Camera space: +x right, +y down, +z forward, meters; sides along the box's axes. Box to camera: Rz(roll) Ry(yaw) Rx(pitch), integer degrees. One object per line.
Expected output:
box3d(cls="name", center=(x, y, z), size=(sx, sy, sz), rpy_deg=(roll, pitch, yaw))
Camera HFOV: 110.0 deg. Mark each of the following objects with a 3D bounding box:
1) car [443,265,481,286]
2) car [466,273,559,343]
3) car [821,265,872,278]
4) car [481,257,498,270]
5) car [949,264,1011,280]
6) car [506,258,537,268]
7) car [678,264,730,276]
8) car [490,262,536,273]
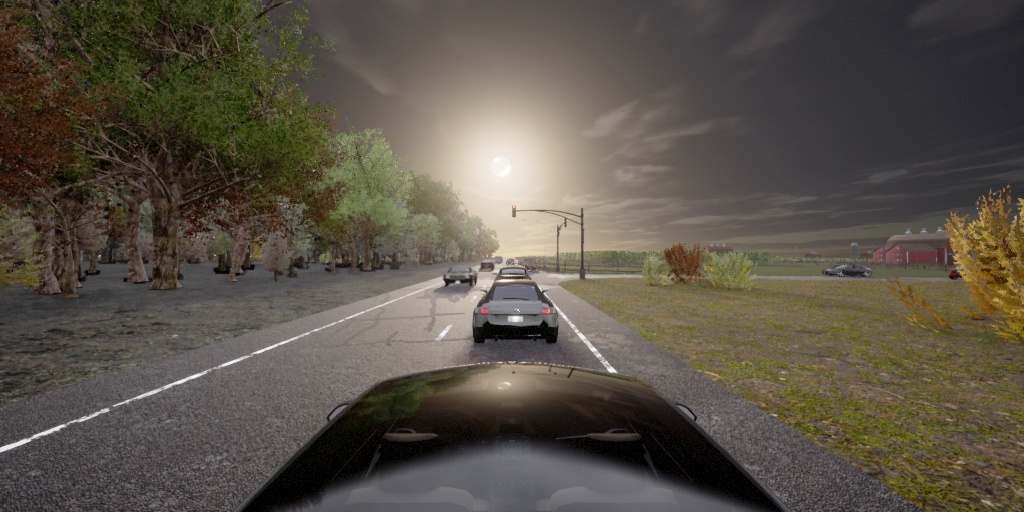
box3d(cls="car", center=(-3.463, 1.356, 24.998), size=(1.895, 1.301, 4.718), rpy_deg=(0, 0, 0))
box3d(cls="car", center=(0.076, 1.316, 9.665), size=(1.994, 1.385, 4.181), rpy_deg=(0, 0, 0))
box3d(cls="car", center=(38.238, 1.732, 41.021), size=(4.892, 1.490, 1.837), rpy_deg=(1, -1, 0))
box3d(cls="car", center=(-3.541, 1.233, 52.612), size=(1.882, 1.535, 5.008), rpy_deg=(0, 0, 0))
box3d(cls="car", center=(48.806, 1.633, 37.413), size=(4.553, 1.767, 2.097), rpy_deg=(1, -1, 0))
box3d(cls="car", center=(1.311, 1.350, 48.058), size=(1.895, 1.301, 4.718), rpy_deg=(0, 0, -30))
box3d(cls="car", center=(21.958, 1.595, 41.056), size=(5.357, 1.411, 2.033), rpy_deg=(1, -1, 0))
box3d(cls="car", center=(0.059, 1.259, 18.565), size=(1.837, 1.490, 4.892), rpy_deg=(0, 0, 0))
